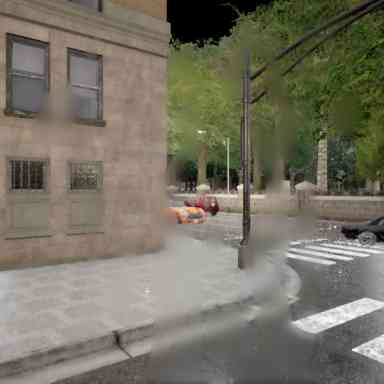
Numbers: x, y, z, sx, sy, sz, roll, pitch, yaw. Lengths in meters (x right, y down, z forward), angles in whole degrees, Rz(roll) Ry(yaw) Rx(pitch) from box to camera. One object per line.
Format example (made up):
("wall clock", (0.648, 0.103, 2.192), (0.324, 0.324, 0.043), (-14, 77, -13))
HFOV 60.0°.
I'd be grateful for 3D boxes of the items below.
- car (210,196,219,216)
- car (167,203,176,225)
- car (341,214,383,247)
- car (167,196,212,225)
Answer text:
("car", (0.547, 1.285, 31.774), (2.192, 1.841, 5.009), (0, 0, -35))
("car", (-3.227, 1.544, 22.238), (1.947, 1.339, 4.313), (0, 0, -35))
("car", (8.729, 1.596, 13.566), (4.718, 1.301, 1.895), (0, 0, 31))
("car", (-0.953, 1.330, 23.801), (2.097, 1.767, 4.553), (0, 0, -33))
